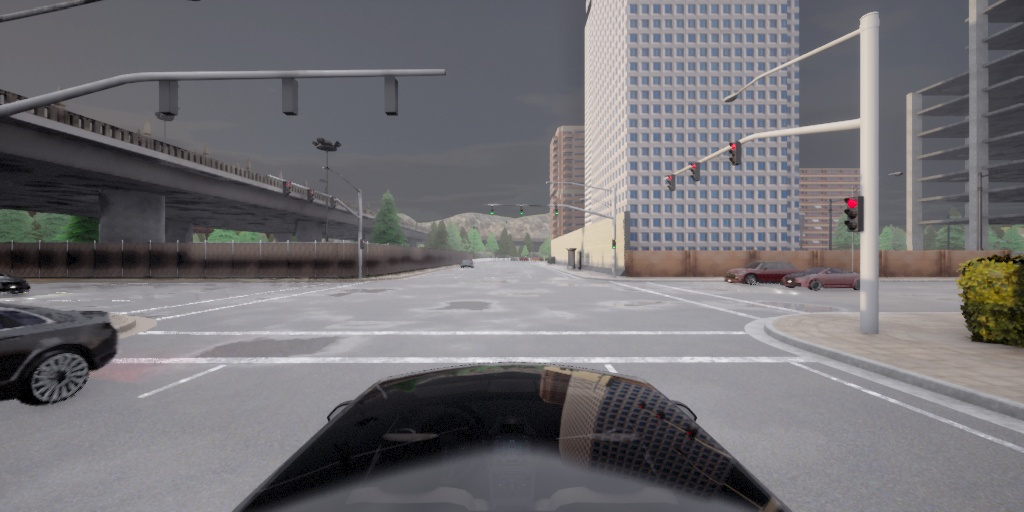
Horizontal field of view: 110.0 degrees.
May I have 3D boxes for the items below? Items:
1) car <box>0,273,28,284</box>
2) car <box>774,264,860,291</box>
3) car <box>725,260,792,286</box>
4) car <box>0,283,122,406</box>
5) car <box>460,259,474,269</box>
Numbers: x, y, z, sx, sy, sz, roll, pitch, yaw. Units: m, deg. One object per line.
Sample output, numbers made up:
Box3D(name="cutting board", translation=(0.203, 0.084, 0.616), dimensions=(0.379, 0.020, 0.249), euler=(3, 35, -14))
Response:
Box3D(name="car", translation=(-27.477, 1.310, 18.016), dimensions=(4.892, 1.490, 1.837), euler=(0, 0, 0))
Box3D(name="car", translation=(18.915, 1.369, 21.831), dimensions=(4.181, 1.385, 1.994), euler=(0, 0, 0))
Box3D(name="car", translation=(17.622, 1.157, 25.328), dimensions=(4.553, 1.767, 2.097), euler=(0, 0, 0))
Box3D(name="car", translation=(-6.999, 1.255, 3.454), dimensions=(2.128, 1.511, 4.902), euler=(0, 0, 0))
Box3D(name="car", translation=(-7.020, 1.322, 56.542), dimensions=(1.837, 1.490, 4.892), euler=(0, 1, 0))
